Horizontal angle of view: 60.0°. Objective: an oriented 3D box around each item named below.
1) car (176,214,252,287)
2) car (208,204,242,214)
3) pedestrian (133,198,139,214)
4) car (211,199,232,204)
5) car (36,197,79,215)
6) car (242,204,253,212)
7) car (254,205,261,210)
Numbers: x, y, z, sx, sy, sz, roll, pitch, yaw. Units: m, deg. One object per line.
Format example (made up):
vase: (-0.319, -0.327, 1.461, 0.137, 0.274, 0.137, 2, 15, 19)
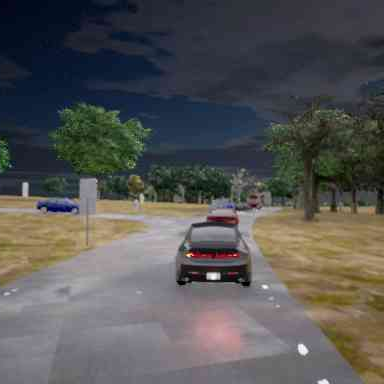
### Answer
car: (0.631, 1.621, 9.725, 1.837, 1.490, 4.892, 0, 0, 4)
car: (1.969, 1.735, 20.749, 1.882, 1.535, 5.008, 0, -1, 8)
pedestrian: (-6.195, 1.524, 36.671, 0.375, 1.860, 0.375, 0, -5, 10)
car: (3.774, 1.943, 42.734, 2.150, 2.045, 5.566, -1, -2, 18)
car: (-12.023, 1.297, 31.263, 5.008, 1.535, 1.882, 2, -2, 10)
car: (8.179, 2.619, 55.420, 2.033, 1.411, 5.357, -1, -2, 20)
car: (12.964, 2.815, 69.003, 2.097, 1.767, 4.553, -1, -2, 18)
